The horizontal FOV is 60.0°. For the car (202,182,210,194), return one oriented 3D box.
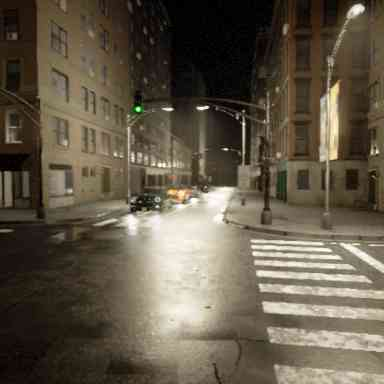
[{"bbox_3d":[1.554,-0.678,51.310,2.097,1.767,4.553,0,2,9],"label":"car"}]

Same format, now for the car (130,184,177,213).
[{"bbox_3d":[-2.687,0.405,22.861,2.097,1.767,4.553,0,2,7],"label":"car"}]

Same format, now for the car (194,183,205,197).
[{"bbox_3d":[0.017,-0.047,41.243,1.895,1.301,4.718,0,2,9],"label":"car"}]

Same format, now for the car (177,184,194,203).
[{"bbox_3d":[-1.432,0.071,31.619,2.097,1.767,4.553,0,2,8],"label":"car"}]
